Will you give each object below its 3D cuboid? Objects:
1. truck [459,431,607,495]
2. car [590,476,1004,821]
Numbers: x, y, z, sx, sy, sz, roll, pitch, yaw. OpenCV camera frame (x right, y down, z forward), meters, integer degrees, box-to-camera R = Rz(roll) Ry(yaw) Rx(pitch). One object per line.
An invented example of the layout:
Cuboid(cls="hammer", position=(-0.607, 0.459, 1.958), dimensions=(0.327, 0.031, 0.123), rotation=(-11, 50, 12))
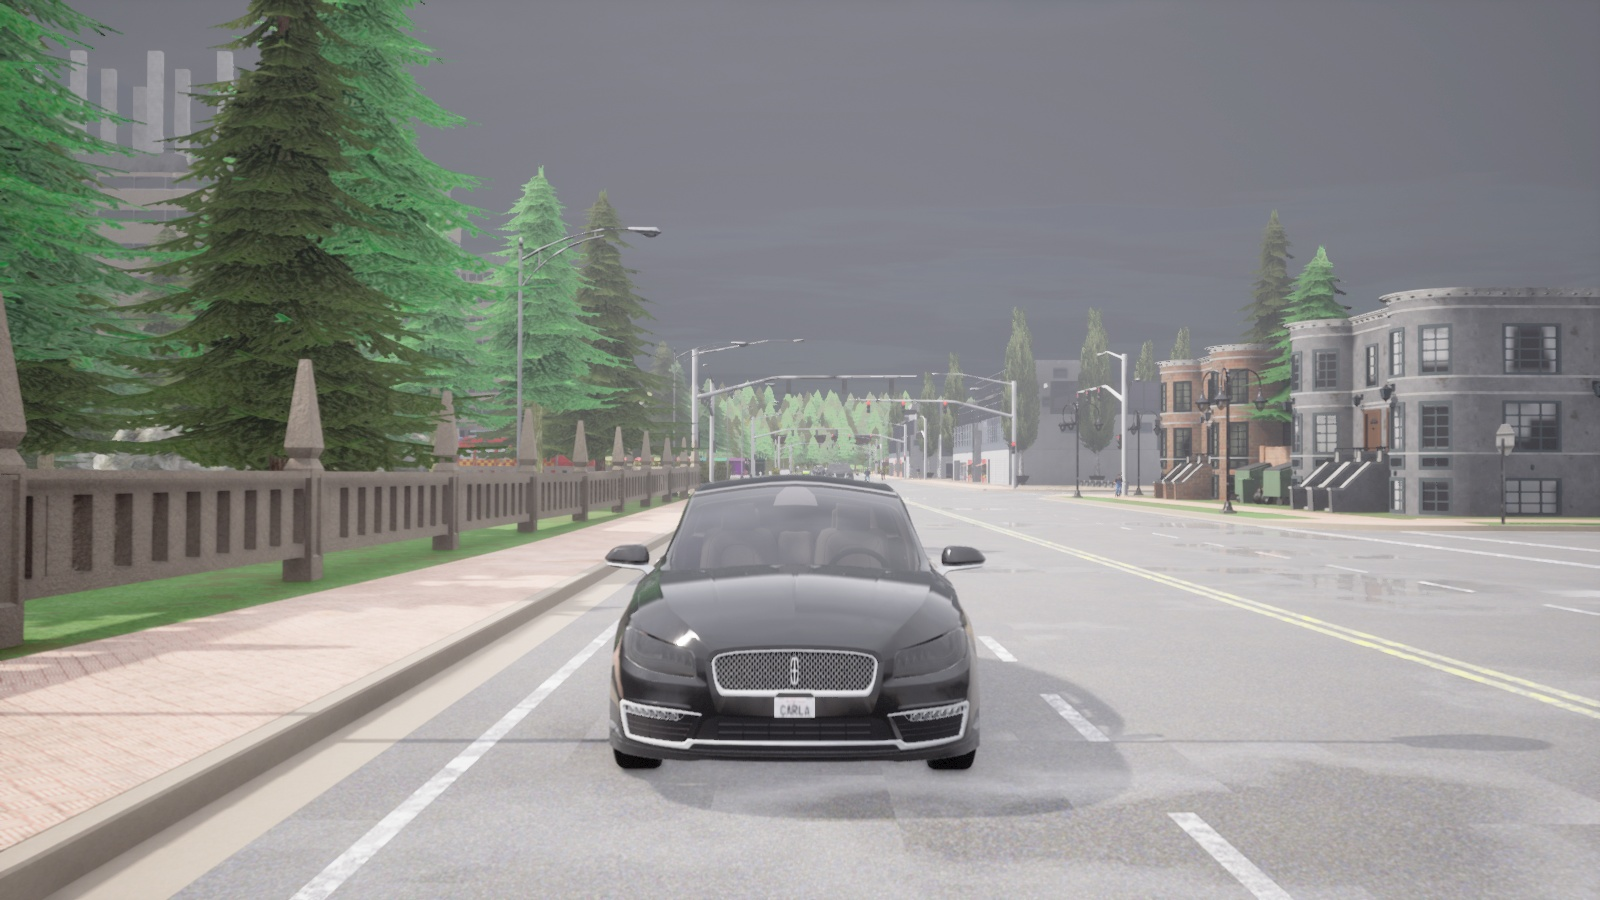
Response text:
Cuboid(cls="truck", position=(-16.343, 0.830, 77.263), dimensions=(8.468, 3.827, 2.891), rotation=(0, -1, 0))
Cuboid(cls="car", position=(-0.022, 0.932, 8.032), dimensions=(1.837, 1.490, 4.892), rotation=(0, -1, 0))
